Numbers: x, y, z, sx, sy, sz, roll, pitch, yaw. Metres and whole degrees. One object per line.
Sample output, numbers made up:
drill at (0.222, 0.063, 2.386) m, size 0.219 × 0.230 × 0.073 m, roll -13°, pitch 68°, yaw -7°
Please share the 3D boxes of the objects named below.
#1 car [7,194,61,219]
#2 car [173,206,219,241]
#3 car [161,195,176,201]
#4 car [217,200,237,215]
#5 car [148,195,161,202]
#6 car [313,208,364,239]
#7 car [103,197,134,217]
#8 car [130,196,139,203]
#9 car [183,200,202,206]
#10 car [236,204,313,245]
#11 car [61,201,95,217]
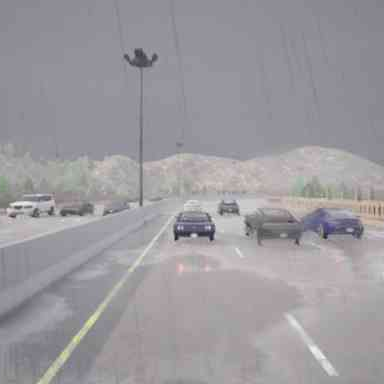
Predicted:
car at (-14.105, 1.224, 29.626) m, size 2.150 × 2.045 × 5.566 m, roll 0°, pitch 0°, yaw 0°
car at (0.097, 1.603, 16.756) m, size 1.895 × 1.301 × 4.718 m, roll 0°, pitch 0°, yaw 0°
car at (-4.432, 1.511, 72.088) m, size 2.128 × 1.511 × 4.902 m, roll 0°, pitch 0°, yaw 11°
car at (3.593, 1.495, 33.404) m, size 2.128 × 1.511 × 4.902 m, roll 0°, pitch 0°, yaw 0°
car at (-7.994, 1.463, 72.179) m, size 1.882 × 1.535 × 5.008 m, roll 0°, pitch 0°, yaw 11°
car at (7.097, 1.527, 17.243) m, size 1.812 × 1.442 × 4.674 m, roll 0°, pitch 0°, yaw 0°
car at (-7.101, 1.508, 31.721) m, size 1.837 × 1.490 × 4.892 m, roll 0°, pitch 0°, yaw 0°
car at (-12.211, 1.529, 69.007) m, size 2.033 × 1.411 × 5.357 m, roll 0°, pitch 0°, yaw 8°
car at (0.079, 1.529, 34.598) m, size 1.812 × 1.442 × 4.674 m, roll 0°, pitch 0°, yaw 0°
car at (3.597, 1.493, 15.488) m, size 2.128 × 1.511 × 4.902 m, roll 0°, pitch 0°, yaw 0°
car at (-10.605, 1.551, 31.226) m, size 2.033 × 1.411 × 5.357 m, roll 0°, pitch 0°, yaw 0°
